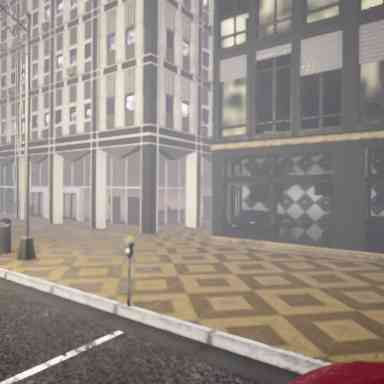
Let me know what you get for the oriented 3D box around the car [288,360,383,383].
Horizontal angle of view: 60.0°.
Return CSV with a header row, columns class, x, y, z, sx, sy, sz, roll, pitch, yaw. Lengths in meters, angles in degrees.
class,x,y,z,sx,sy,sz,roll,pitch,yaw
car,2.415,1.554,1.147,4.507,1.381,1.887,0,1,35
